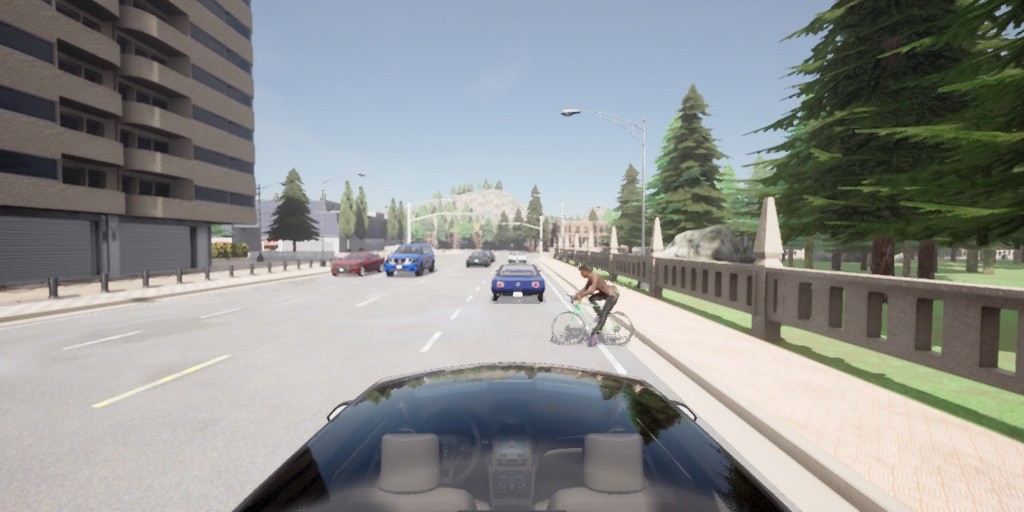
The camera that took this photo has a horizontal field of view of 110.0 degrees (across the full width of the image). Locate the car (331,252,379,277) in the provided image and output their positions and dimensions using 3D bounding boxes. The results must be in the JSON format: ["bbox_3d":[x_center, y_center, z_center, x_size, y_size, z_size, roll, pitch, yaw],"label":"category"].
[{"bbox_3d":[-10.211,0.482,24.061,1.882,1.535,5.008,0,2,1],"label":"car"}]

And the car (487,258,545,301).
[{"bbox_3d":[0.244,0.939,14.431,1.895,1.301,4.718,0,2,1],"label":"car"}]

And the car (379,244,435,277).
[{"bbox_3d":[-6.706,0.222,24.205,2.150,2.045,5.566,0,2,1],"label":"car"}]

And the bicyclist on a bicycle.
[{"bbox_3d":[1.618,0.991,7.170,1.656,1.620,0.582,0,2,1],"label":"bicyclist on a bicycle"}]

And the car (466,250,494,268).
[{"bbox_3d":[-3.024,0.300,32.752,1.994,1.385,4.181,0,2,1],"label":"car"}]

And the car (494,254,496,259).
[{"bbox_3d":[-2.967,0.028,41.155,1.994,1.385,4.181,0,2,1],"label":"car"}]

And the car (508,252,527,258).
[{"bbox_3d":[0.574,0.171,38.147,1.895,1.301,4.718,0,2,1],"label":"car"}]
